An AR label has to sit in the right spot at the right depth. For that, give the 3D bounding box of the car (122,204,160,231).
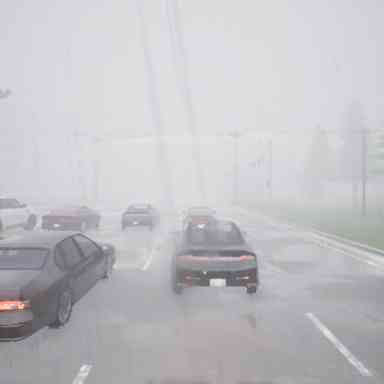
[{"bbox_3d":[-3.075,1.473,20.523,2.128,1.511,4.902,0,0,0],"label":"car"}]

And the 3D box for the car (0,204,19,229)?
[{"bbox_3d":[-6.535,1.344,8.138,2.097,1.767,4.553,0,0,0],"label":"car"}]

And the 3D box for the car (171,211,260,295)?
[{"bbox_3d":[0.479,1.484,8.678,2.128,1.511,4.902,0,0,0],"label":"car"}]

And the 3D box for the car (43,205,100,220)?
[{"bbox_3d":[-6.565,1.461,18.602,1.882,1.535,5.008,0,0,0],"label":"car"}]

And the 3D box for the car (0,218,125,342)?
[{"bbox_3d":[-3.010,1.541,6.880,2.033,1.411,5.357,0,0,0],"label":"car"}]

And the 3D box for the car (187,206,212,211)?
[{"bbox_3d":[0.424,1.508,19.080,1.812,1.442,4.674,0,0,0],"label":"car"}]

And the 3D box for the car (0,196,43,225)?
[{"bbox_3d":[-10.057,1.208,16.963,2.150,2.045,5.566,0,0,0],"label":"car"}]
